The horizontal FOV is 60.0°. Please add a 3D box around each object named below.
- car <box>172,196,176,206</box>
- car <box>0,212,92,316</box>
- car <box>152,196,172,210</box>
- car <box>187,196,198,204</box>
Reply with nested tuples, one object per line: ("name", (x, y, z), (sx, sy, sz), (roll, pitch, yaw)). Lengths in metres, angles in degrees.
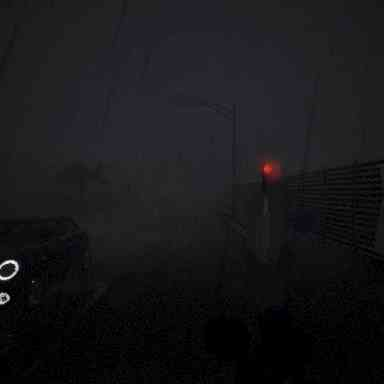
("car", (-4.006, 1.478, 53.457), (1.882, 1.535, 5.008), (0, 0, 0))
("car", (-3.956, 1.352, 7.664), (2.097, 1.767, 4.553), (0, 0, 1))
("car", (-4.029, 1.564, 43.385), (1.994, 1.385, 4.181), (0, 0, 0))
("car", (0.102, 1.505, 63.183), (1.837, 1.490, 4.892), (0, 0, 0))
